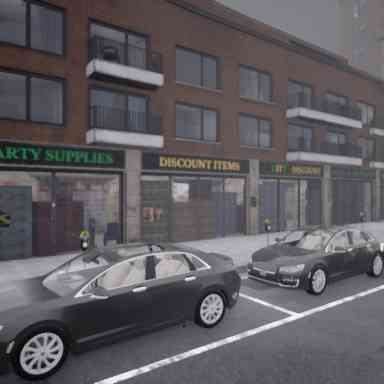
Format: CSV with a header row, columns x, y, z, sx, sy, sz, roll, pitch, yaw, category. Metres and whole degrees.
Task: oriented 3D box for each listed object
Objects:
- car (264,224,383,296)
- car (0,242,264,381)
x,y,z,sx,sy,sz,roll,pitch,yaw,category
3.336,1.548,8.565,4.403,1.369,2.008,0,0,-35,car
-1.158,1.550,5.362,4.403,1.369,2.008,0,0,-35,car
